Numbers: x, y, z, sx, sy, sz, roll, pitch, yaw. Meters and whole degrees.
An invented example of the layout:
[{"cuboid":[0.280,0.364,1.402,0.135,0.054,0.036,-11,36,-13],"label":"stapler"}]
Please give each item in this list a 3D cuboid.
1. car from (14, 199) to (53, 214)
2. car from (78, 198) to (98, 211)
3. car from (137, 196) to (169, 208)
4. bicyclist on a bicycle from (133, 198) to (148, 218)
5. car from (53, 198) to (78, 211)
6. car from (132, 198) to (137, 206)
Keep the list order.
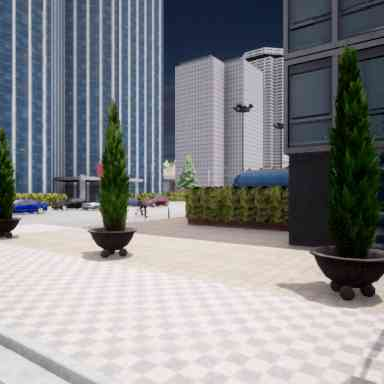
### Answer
[{"cuboid":[-17.091,1.487,33.411,1.882,1.535,5.008,0,0,35],"label":"car"},{"cuboid":[-11.382,1.610,41.544,1.895,1.301,4.718,0,0,35],"label":"car"},{"cuboid":[-5.535,1.361,49.846,2.097,1.767,4.553,0,0,35],"label":"car"},{"cuboid":[-4.117,1.306,26.686,1.656,1.620,0.582,0,0,35],"label":"bicyclist on a bicycle"},{"cuboid":[-15.259,1.488,42.115,1.882,1.535,5.008,0,0,35],"label":"car"},{"cuboid":[-9.332,1.558,50.540,2.033,1.411,5.357,0,0,35],"label":"car"}]
